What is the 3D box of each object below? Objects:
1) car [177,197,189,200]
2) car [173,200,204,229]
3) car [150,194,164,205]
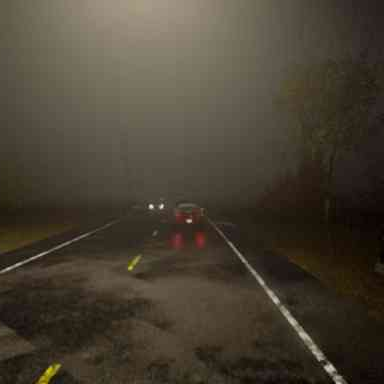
[{"bbox_3d":[-1.133,1.371,40.883,1.837,1.490,4.892,0,0,-3],"label":"car"},{"bbox_3d":[-0.230,1.469,21.221,1.812,1.442,4.674,0,0,-2],"label":"car"},{"bbox_3d":[-5.616,1.156,53.280,2.097,1.767,4.553,0,0,-5],"label":"car"}]
